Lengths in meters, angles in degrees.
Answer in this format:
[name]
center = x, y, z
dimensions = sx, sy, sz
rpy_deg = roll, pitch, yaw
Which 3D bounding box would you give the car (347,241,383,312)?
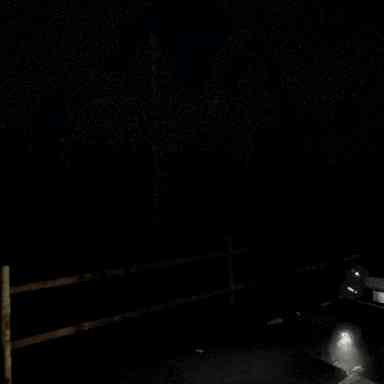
[car]
center = 5.080, 1.417, 6.834
dimensions = 4.902, 1.511, 2.128
rpy_deg = -1, 0, -36
